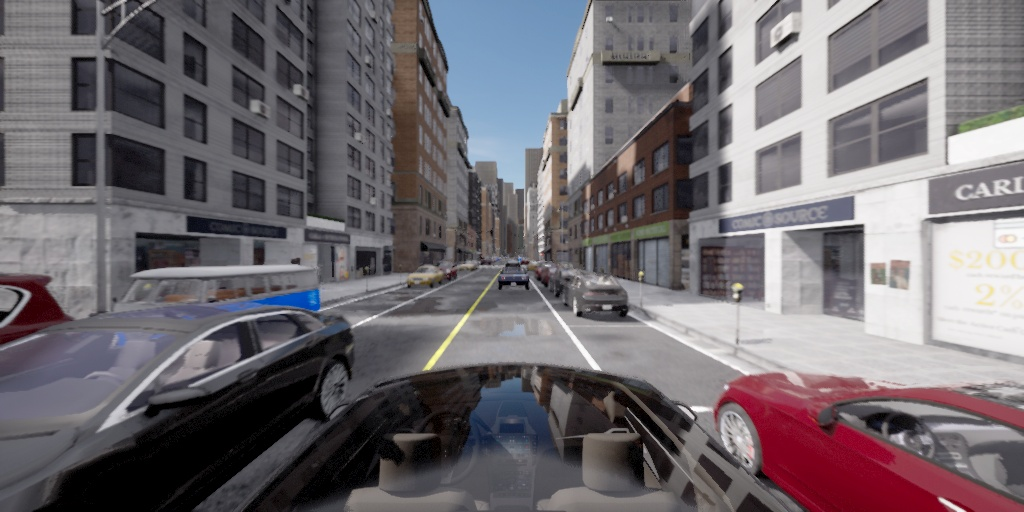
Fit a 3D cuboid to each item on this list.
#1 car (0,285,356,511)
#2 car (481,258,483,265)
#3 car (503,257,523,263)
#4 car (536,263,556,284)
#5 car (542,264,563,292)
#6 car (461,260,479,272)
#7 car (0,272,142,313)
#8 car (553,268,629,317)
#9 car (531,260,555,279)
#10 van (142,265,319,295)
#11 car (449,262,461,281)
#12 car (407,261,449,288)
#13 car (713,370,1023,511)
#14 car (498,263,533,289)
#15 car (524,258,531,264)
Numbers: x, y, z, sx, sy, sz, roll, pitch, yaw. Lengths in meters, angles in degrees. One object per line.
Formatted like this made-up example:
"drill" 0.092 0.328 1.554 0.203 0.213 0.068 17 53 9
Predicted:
"car" -3.088 1.240 3.050 2.128 1.511 4.902 0 0 0
"car" -5.664 1.270 51.624 2.007 1.370 4.403 0 0 0
"car" 0.104 1.200 44.256 1.882 1.535 5.008 0 0 0
"car" 2.860 1.316 23.994 1.802 1.307 4.207 0 0 0
"car" 2.859 1.289 18.469 2.007 1.370 4.403 0 0 0
"car" -5.664 1.247 45.928 1.751 1.417 4.829 0 0 0
"car" -5.667 1.065 1.892 2.192 1.841 5.009 0 0 0
"car" 2.859 1.293 12.943 2.007 1.370 4.403 0 0 0
"car" 2.860 1.170 29.520 1.967 1.591 4.097 0 0 0
"van" -5.664 1.088 7.417 1.690 1.789 3.998 0 0 0
"car" -5.666 1.170 29.521 1.967 1.591 4.097 0 0 0
"car" -5.666 1.260 23.826 1.751 1.417 4.829 0 0 0
"car" 2.858 1.332 1.891 1.802 1.307 4.207 0 0 0
"car" 0.103 1.336 23.096 1.895 1.301 4.718 0 0 0
"car" 2.861 1.246 46.267 1.751 1.417 4.829 0 0 0
